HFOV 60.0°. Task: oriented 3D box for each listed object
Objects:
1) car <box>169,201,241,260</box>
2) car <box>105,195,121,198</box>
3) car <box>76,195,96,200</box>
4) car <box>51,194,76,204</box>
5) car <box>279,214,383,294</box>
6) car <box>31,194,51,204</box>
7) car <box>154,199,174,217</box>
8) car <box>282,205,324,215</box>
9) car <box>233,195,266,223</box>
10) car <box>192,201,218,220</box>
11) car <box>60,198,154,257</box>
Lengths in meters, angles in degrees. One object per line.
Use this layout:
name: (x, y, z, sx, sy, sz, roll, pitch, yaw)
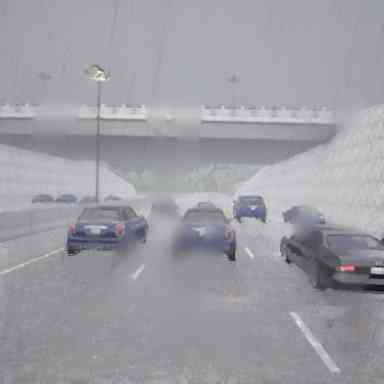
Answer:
car: (0.493, 1.344, 12.682, 2.097, 1.767, 4.553, 1, 0, 3)
car: (-12.119, 1.188, 51.230, 2.128, 1.511, 4.902, 1, 0, 3)
car: (-15.629, 1.192, 51.001, 1.994, 1.385, 4.181, 1, 0, 3)
car: (-19.134, 1.037, 50.873, 1.882, 1.535, 5.008, 1, 0, 3)
car: (3.827, 1.611, 9.129, 2.033, 1.411, 5.357, 1, 0, 3)
car: (-22.638, 1.016, 50.725, 1.812, 1.442, 4.674, 1, 0, 3)
car: (-2.329, 1.394, 29.661, 1.882, 1.535, 5.008, 1, 0, 3)
car: (7.918, 1.673, 23.978, 2.033, 1.411, 5.357, 1, 0, 3)
car: (4.553, 1.279, 26.770, 2.150, 2.045, 5.566, 1, 0, 3)
car: (1.125, 1.550, 28.603, 1.994, 1.385, 4.181, 1, 0, 3)
car: (-3.004, 1.275, 12.817, 2.097, 1.767, 4.553, 1, 0, 3)
